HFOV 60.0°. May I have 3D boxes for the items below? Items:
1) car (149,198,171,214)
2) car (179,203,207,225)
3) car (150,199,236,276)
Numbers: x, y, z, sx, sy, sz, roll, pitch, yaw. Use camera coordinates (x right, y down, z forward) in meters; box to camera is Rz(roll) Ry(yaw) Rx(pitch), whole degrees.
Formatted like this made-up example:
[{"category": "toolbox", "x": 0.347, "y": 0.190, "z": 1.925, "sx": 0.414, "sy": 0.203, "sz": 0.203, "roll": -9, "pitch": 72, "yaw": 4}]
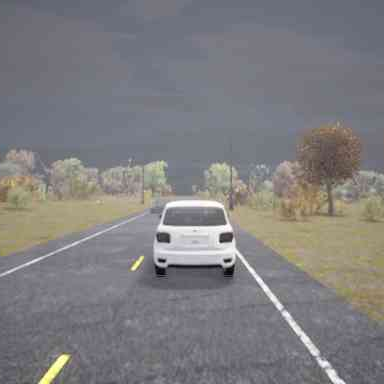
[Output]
[{"category": "car", "x": -3.618, "y": 1.557, "z": 38.766, "sx": 2.097, "sy": 1.767, "sz": 4.553, "roll": 0, "pitch": 0, "yaw": 0}, {"category": "car", "x": 0.070, "y": 1.687, "z": 26.905, "sx": 2.033, "sy": 1.411, "sz": 5.357, "roll": 0, "pitch": 0, "yaw": 0}, {"category": "car", "x": 0.071, "y": 1.278, "z": 10.683, "sx": 2.150, "sy": 2.045, "sz": 5.566, "roll": 0, "pitch": 0, "yaw": 0}]
